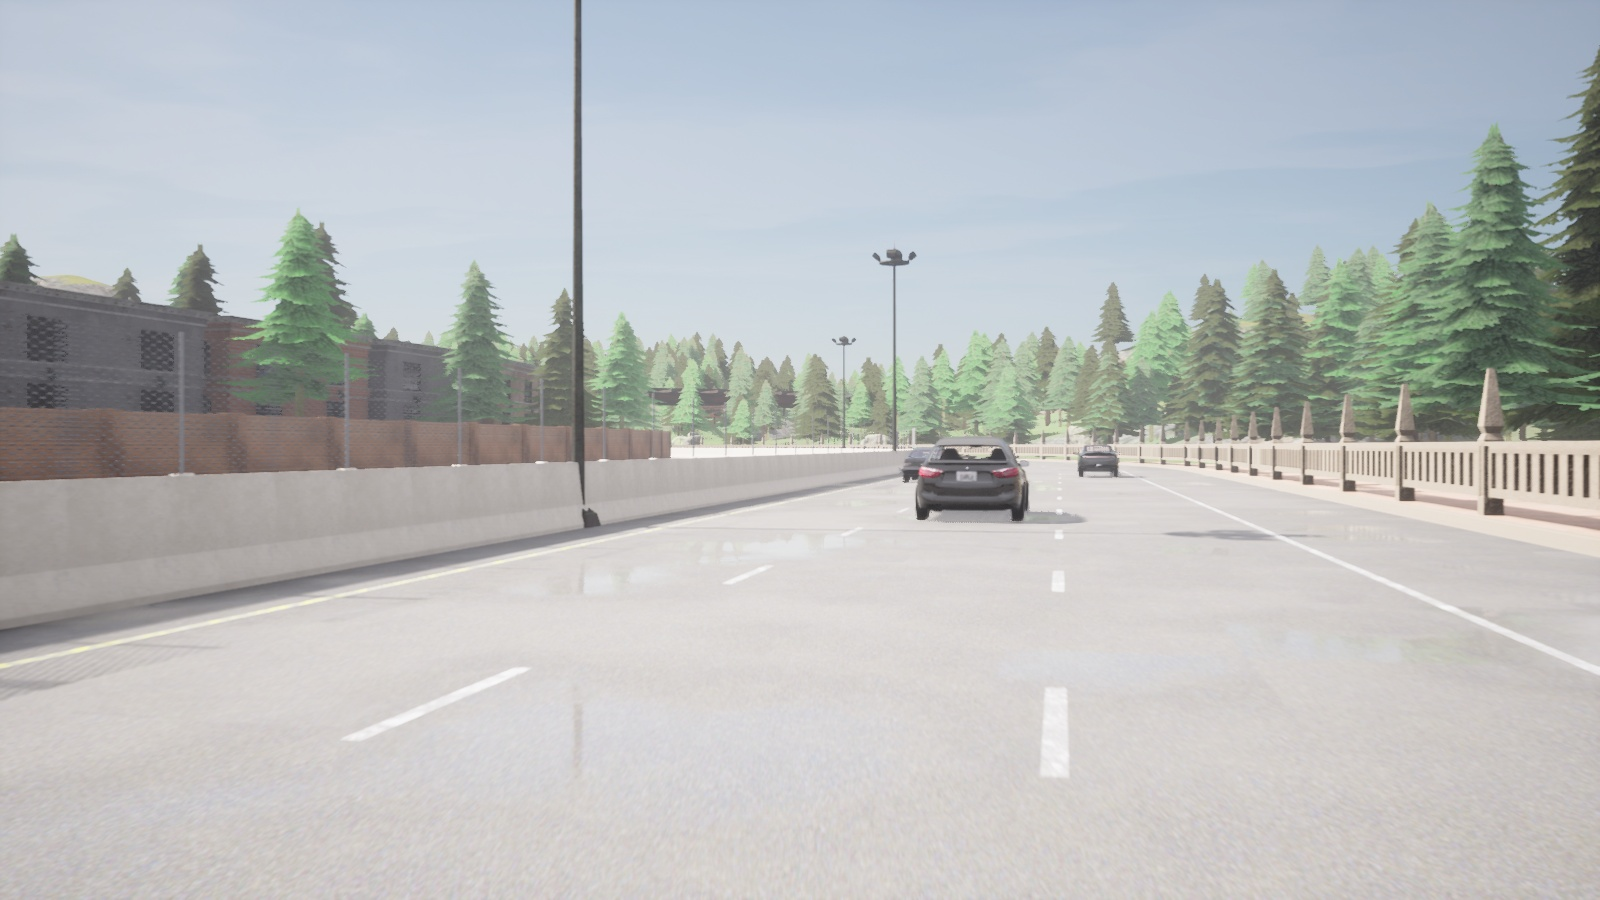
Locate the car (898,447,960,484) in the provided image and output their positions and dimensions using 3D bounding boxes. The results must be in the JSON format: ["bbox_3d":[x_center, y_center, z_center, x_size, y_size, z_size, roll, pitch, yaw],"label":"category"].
[{"bbox_3d":[5.376,0.606,51.797,2.033,1.411,5.357,0,0,12],"label":"car"}]

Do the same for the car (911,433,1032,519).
[{"bbox_3d":[3.750,0.494,26.737,2.242,1.667,4.611,0,0,12],"label":"car"}]

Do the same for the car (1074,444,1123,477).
[{"bbox_3d":[14.276,0.490,60.229,2.128,1.511,4.902,0,0,12],"label":"car"}]
